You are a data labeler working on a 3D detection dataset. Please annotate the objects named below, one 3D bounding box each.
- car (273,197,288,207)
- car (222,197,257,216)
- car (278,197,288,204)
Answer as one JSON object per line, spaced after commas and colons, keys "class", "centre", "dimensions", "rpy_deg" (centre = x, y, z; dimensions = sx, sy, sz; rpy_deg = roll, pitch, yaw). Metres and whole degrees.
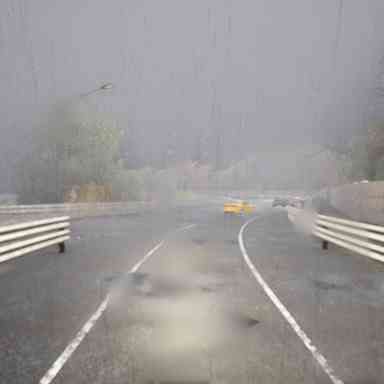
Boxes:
{"class": "car", "centre": [14.100, 1.635, 53.339], "dimensions": [2.128, 1.511, 4.902], "rpy_deg": [0, 0, 20]}
{"class": "car", "centre": [4.867, 1.570, 34.309], "dimensions": [1.882, 1.535, 5.008], "rpy_deg": [0, 0, 31]}
{"class": "car", "centre": [18.262, 1.705, 66.742], "dimensions": [1.812, 1.442, 4.674], "rpy_deg": [0, -1, 13]}
